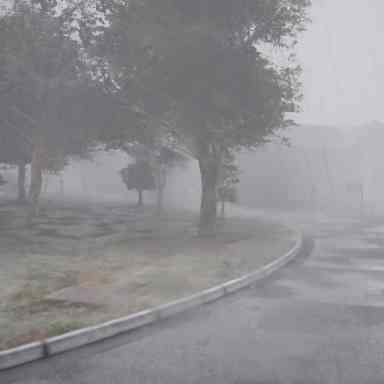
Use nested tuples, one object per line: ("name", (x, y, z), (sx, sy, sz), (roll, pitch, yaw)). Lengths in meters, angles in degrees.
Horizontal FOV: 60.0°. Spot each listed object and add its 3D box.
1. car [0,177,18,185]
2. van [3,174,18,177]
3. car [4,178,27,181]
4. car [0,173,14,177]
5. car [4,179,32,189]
("car", (-38.494, -1.922, 73.256), (1.946, 1.575, 5.366), (6, 5, 36))
("van", (-39.998, -2.421, 76.006), (1.878, 1.987, 4.442), (6, 5, 36))
("car", (-36.694, -1.614, 70.892), (2.002, 1.452, 4.674), (6, 5, 36))
("car", (-41.767, -2.711, 78.400), (2.435, 2.045, 5.566), (6, 5, 36))
("car", (-35.011, -1.384, 68.368), (2.231, 1.521, 4.892), (6, 5, 36))
